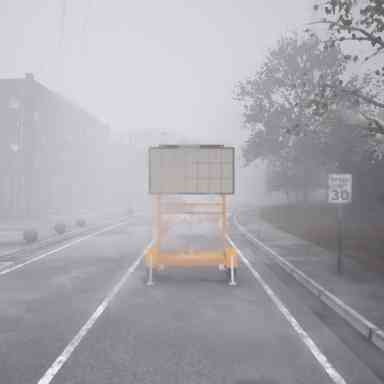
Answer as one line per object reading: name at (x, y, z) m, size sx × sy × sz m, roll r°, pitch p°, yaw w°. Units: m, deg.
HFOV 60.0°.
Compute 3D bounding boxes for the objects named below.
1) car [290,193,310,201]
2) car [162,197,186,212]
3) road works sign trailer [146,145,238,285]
car at (22.343, 0.997, 69.084) m, size 4.902 × 1.511 × 2.128 m, roll -2°, pitch 0°, yaw -33°
car at (-1.924, 1.358, 37.253) m, size 2.097 × 1.767 × 4.553 m, roll 0°, pitch 0°, yaw 7°
road works sign trailer at (-0.011, 0.467, 9.484) m, size 2.380 × 3.560 × 2.880 m, roll 0°, pitch 0°, yaw 0°
